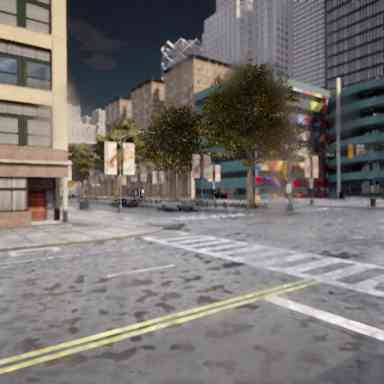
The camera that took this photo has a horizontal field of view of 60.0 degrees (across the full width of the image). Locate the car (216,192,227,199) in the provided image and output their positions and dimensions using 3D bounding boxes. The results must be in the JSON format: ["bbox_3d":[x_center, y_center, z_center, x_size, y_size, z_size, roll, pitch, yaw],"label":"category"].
[{"bbox_3d":[6.411,0.860,79.923,2.161,1.482,4.786,-1,0,-36],"label":"car"}]

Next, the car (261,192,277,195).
[{"bbox_3d":[16.884,0.722,72.436,2.002,1.452,4.674,-1,0,-36],"label":"car"}]

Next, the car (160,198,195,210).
[{"bbox_3d":[-1.693,1.378,38.244,1.895,1.301,4.718,-1,0,-36],"label":"car"}]

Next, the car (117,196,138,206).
[{"bbox_3d":[-9.579,1.341,49.282,1.994,1.385,4.181,-1,0,-35],"label":"car"}]
